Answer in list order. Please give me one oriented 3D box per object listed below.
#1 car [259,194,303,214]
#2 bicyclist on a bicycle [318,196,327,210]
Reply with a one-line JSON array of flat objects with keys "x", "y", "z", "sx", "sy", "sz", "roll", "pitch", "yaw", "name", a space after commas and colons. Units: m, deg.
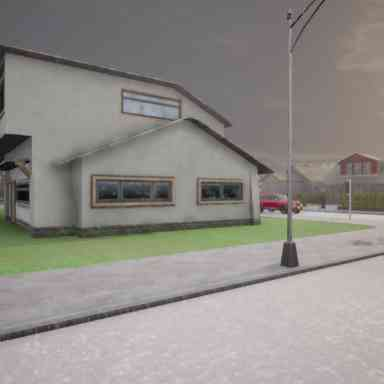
[{"x": 9.038, "y": 1.222, "z": 35.391, "sx": 2.150, "sy": 2.045, "sz": 5.566, "roll": 0, "pitch": 0, "yaw": -35, "name": "car"}, {"x": 15.828, "y": 1.349, "z": 40.329, "sx": 1.656, "sy": 1.620, "sz": 0.582, "roll": 0, "pitch": 0, "yaw": -35, "name": "bicyclist on a bicycle"}]
